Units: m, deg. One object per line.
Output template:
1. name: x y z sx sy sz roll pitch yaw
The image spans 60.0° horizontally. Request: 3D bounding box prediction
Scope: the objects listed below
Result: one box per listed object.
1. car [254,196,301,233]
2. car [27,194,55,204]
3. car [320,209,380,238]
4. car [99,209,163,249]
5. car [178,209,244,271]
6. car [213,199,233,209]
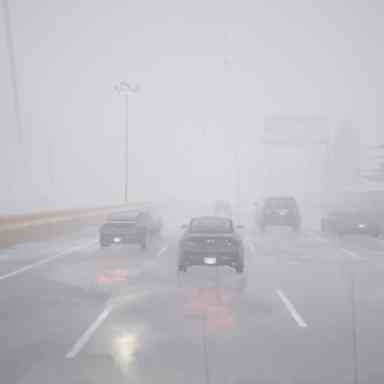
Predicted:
1. car: 5.095 1.251 20.330 2.150 2.045 5.566 0 0 6
2. car: -20.341 1.087 45.026 1.837 1.490 4.892 0 0 7
3. car: 8.380 1.601 18.006 1.994 1.385 4.181 0 0 6
4. car: -2.512 1.508 14.624 1.837 1.490 4.892 0 0 5
5. car: 0.652 1.514 10.945 1.837 1.490 4.892 0 0 4
6. car: 3.158 1.538 34.111 1.837 1.490 4.892 0 0 7
